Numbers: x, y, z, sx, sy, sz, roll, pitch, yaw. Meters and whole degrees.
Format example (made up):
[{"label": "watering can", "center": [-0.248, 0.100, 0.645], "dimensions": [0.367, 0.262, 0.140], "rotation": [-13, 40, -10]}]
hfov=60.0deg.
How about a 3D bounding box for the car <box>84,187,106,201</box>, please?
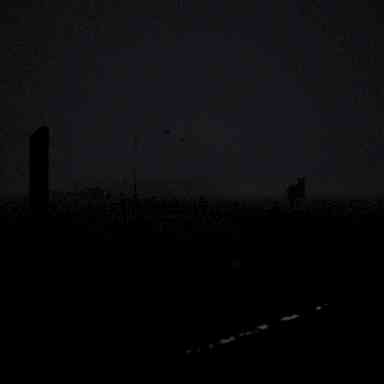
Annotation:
[{"label": "car", "center": [-15.399, 0.283, 52.461], "dimensions": [2.150, 2.045, 5.566], "rotation": [0, 1, -34]}]
